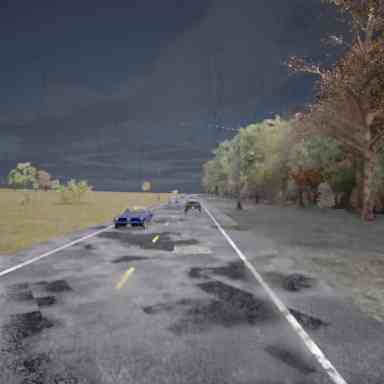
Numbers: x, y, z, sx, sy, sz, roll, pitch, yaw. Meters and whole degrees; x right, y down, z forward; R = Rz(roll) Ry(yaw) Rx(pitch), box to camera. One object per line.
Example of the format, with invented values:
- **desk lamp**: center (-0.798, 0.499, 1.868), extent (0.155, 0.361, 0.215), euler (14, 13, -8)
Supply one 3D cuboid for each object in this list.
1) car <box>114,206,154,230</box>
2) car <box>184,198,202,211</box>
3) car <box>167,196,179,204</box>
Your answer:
- **car**: center (-3.590, 1.605, 21.147), extent (1.895, 1.301, 4.718), euler (0, 0, 0)
- **car**: center (0.119, 1.509, 40.293), extent (1.837, 1.490, 4.892), euler (0, 0, 0)
- **car**: center (-3.496, 1.522, 62.502), extent (1.812, 1.442, 4.674), euler (0, 0, 1)
